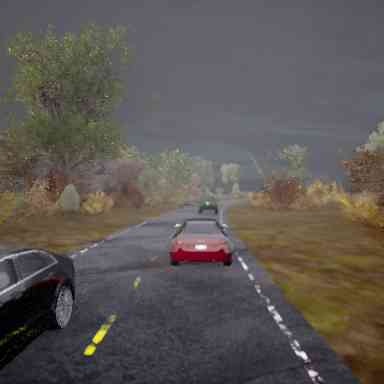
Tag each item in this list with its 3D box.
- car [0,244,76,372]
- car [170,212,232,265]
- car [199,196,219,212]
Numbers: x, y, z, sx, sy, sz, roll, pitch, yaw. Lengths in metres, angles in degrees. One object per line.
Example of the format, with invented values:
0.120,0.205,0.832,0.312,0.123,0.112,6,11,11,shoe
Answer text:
-3.036,1.513,4.165,2.128,1.511,4.902,0,0,1,car
0.329,1.636,11.994,1.994,1.385,4.181,0,0,2,car
2.059,1.467,40.004,2.150,2.045,5.566,0,0,6,car
